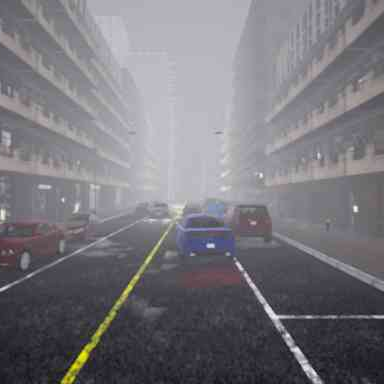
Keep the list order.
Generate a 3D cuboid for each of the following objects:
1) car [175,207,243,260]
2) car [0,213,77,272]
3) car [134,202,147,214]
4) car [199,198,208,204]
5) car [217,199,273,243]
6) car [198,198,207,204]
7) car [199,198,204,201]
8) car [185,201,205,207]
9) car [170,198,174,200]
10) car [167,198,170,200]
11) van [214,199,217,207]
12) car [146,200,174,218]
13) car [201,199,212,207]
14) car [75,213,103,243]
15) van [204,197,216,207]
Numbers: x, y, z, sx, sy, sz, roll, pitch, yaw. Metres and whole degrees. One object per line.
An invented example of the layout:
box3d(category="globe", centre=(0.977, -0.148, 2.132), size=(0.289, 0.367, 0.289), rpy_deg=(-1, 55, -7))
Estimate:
box3d(category="car", centre=(0.388, 1.583, 13.050), size=(1.882, 1.535, 5.008), rpy_deg=(0, 0, -5))
box3d(category="car", centre=(-5.696, 1.635, 11.172), size=(1.887, 1.381, 4.507), rpy_deg=(0, 0, 0))
box3d(category="car", centre=(-5.721, 1.866, 39.583), size=(1.887, 1.381, 4.507), rpy_deg=(0, 0, 0))
box3d(category="car", centre=(2.626, 2.208, 79.368), size=(2.008, 1.369, 4.403), rpy_deg=(0, -1, 0))
box3d(category="car", centre=(2.679, 1.451, 16.866), size=(2.192, 1.841, 5.009), rpy_deg=(0, 0, 0))
box3d(category="car", centre=(2.621, 2.257, 85.050), size=(2.008, 1.369, 4.403), rpy_deg=(0, -1, 0))
box3d(category="car", centre=(2.650, 1.731, 50.958), size=(2.192, 1.841, 5.009), rpy_deg=(0, 0, 0))
box3d(category="car", centre=(0.070, 1.884, 34.941), size=(1.895, 1.301, 4.718), rpy_deg=(0, 0, 0))
box3d(category="car", centre=(-5.765, 2.307, 90.723), size=(2.008, 1.369, 4.403), rpy_deg=(0, -1, 0))
box3d(category="car", centre=(-5.740, 1.951, 62.312), size=(1.967, 1.590, 4.097), rpy_deg=(0, 0, 0))
box3d(category="van", centre=(2.675, 1.523, 22.548), size=(1.690, 1.788, 3.998), rpy_deg=(0, 0, 0))
box3d(category="car", centre=(-3.125, 1.795, 33.209), size=(1.812, 1.442, 4.674), rpy_deg=(0, 0, 0))
box3d(category="car", centre=(2.640, 2.077, 62.321), size=(1.947, 1.339, 4.313), rpy_deg=(0, 0, 0))
box3d(category="car", centre=(-5.702, 1.718, 16.854), size=(1.802, 1.307, 4.206), rpy_deg=(0, 0, 0))
box3d(category="van", centre=(2.660, 1.663, 39.594), size=(1.690, 1.788, 3.998), rpy_deg=(0, 0, 0))
